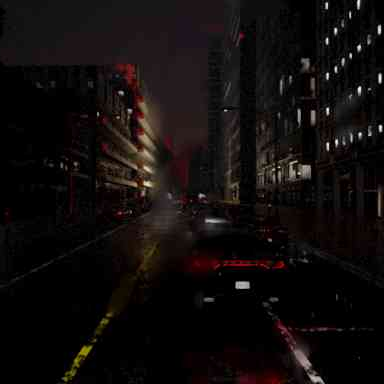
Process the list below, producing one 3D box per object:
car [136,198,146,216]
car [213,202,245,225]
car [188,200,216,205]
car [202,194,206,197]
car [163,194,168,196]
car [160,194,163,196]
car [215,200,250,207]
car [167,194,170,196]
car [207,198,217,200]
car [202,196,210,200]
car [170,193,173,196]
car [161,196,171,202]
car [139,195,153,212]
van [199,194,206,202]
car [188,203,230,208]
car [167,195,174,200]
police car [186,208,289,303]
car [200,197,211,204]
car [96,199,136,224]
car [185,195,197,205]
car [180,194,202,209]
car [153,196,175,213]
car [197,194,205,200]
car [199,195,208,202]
[{"bbox_3d":[-5.746,1.555,30.379,1.887,1.381,4.507,1,0,0],"label":"car"},{"bbox_3d":[2.647,1.554,24.925,1.887,1.381,4.507,1,0,0],"label":"car"},{"bbox_3d":[0.792,1.535,24.302,1.812,1.442,4.674,0,0,0],"label":"car"},{"bbox_3d":[2.583,1.539,52.835,1.752,1.417,4.829,1,0,0],"label":"car"},{"bbox_3d":[-5.809,1.565,58.112,2.008,1.369,4.403,1,0,0],"label":"car"},{"bbox_3d":[-5.779,1.327,47.018,2.192,1.841,5.009,1,0,0],"label":"car"},{"bbox_3d":[2.661,1.448,19.377,1.967,1.590,4.097,1,0,0],"label":"car"},{"bbox_3d":[-5.820,1.455,63.659,1.967,1.590,4.097,1,0,0],"label":"car"},{"bbox_3d":[2.634,1.555,30.474,1.887,1.381,4.507,1,0,0],"label":"car"},{"bbox_3d":[2.609,1.562,41.569,2.008,1.369,4.403,1,0,0],"label":"car"},{"bbox_3d":[-5.833,1.330,69.205,2.192,1.841,5.009,1,0,0],"label":"car"},{"bbox_3d":[-5.857,1.541,74.581,1.752,1.417,4.829,1,0,0],"label":"car"},{"bbox_3d":[-5.756,1.451,35.926,1.967,1.590,4.097,1,0,0],"label":"car"},{"bbox_3d":[2.524,1.356,80.405,1.690,1.788,3.998,1,0,0],"label":"van"},{"bbox_3d":[0.837,1.533,18.303,1.812,1.442,4.674,0,0,0],"label":"car"},{"bbox_3d":[-5.853,1.596,91.391,1.802,1.307,4.206,1,0,0],"label":"car"},{"bbox_3d":[0.880,1.428,8.412,1.930,1.638,5.238,0,0,0],"label":"police car"},{"bbox_3d":[2.557,1.597,63.761,1.802,1.307,4.206,1,0,0],"label":"car"},{"bbox_3d":[-5.731,1.449,24.831,1.967,1.590,4.097,1,0,0],"label":"car"},{"bbox_3d":[-0.136,1.366,58.879,2.097,1.767,4.553,0,0,0],"label":"car"},{"bbox_3d":[-0.092,1.234,45.501,2.150,2.045,5.566,0,0,0],"label":"car"},{"bbox_3d":[-3.086,1.502,37.039,2.128,1.511,4.902,0,0,0],"label":"car"},{"bbox_3d":[2.497,1.454,91.501,1.967,1.590,4.097,1,0,0],"label":"car"},{"bbox_3d":[2.534,1.455,74.857,1.967,1.590,4.097,1,0,0],"label":"car"}]
